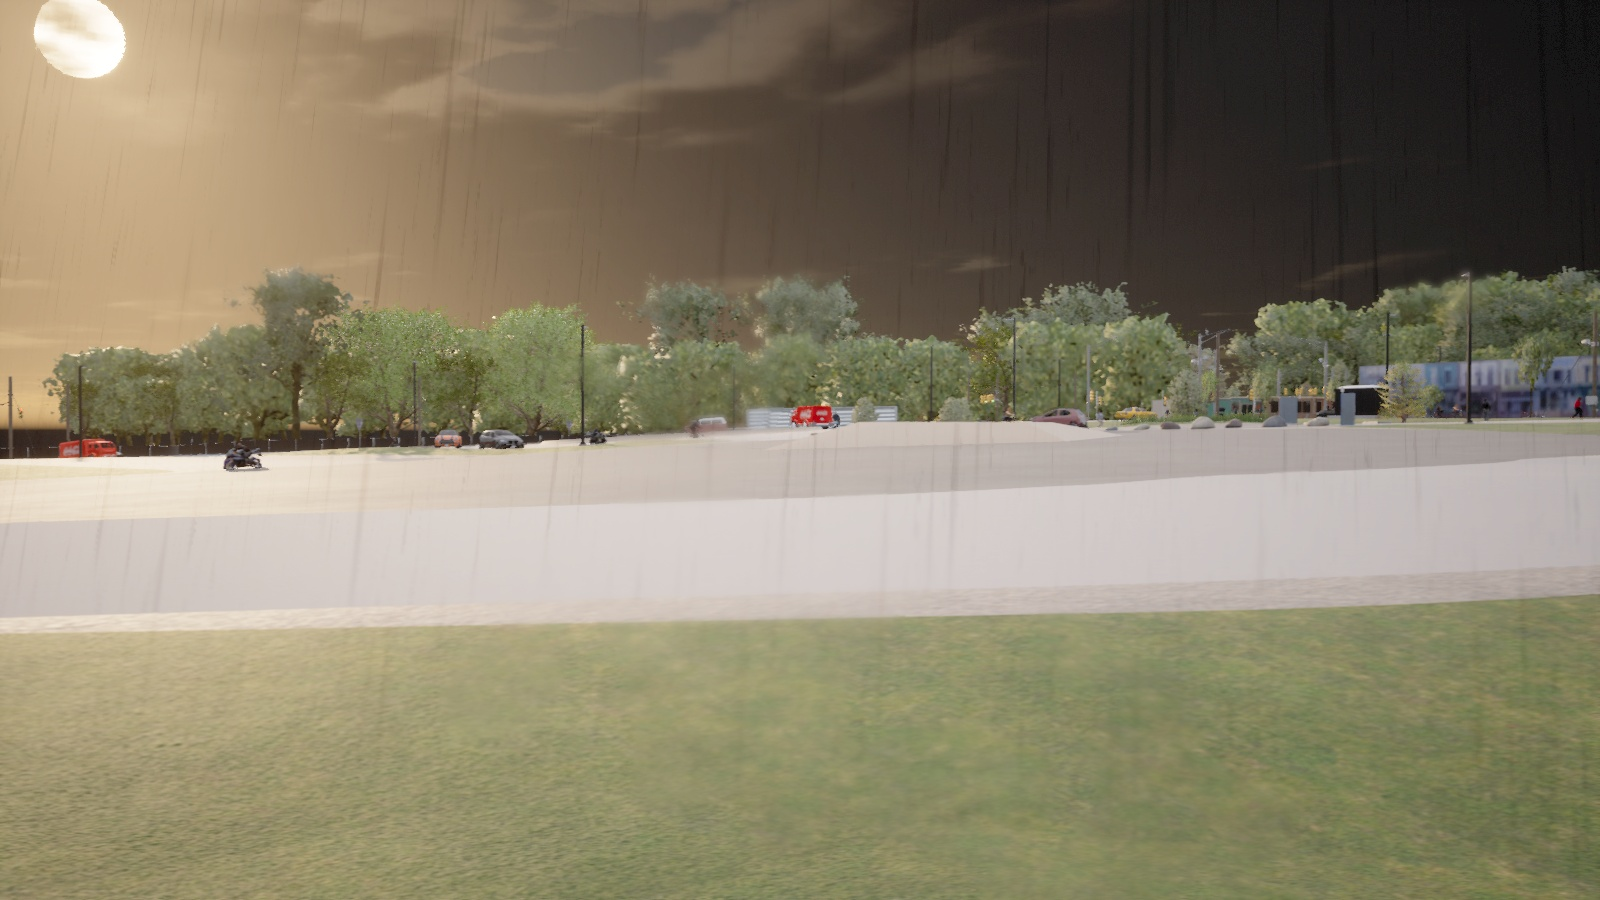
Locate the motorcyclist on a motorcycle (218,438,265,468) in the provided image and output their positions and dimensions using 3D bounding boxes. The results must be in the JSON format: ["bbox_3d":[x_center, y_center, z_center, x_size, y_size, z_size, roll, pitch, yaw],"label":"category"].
[{"bbox_3d":[-31.115,0.161,69.991,0.866,1.530,2.191,1,3,37],"label":"motorcyclist on a motorcycle"}]

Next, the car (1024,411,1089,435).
[{"bbox_3d":[16.334,-1.718,79.932,3.633,1.501,1.845,0,2,31],"label":"car"}]
